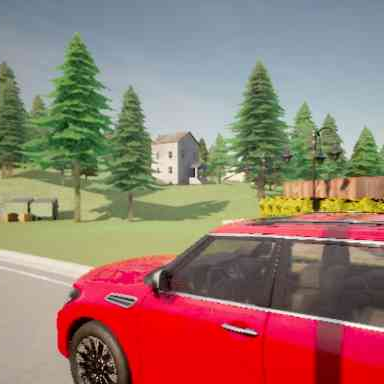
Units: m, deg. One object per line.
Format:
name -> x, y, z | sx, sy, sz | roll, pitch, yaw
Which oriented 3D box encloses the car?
car -> 1.041, 1.225, 3.245 | 5.566, 2.045, 2.150 | -1, 0, 36
